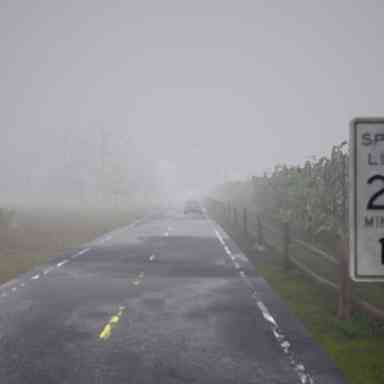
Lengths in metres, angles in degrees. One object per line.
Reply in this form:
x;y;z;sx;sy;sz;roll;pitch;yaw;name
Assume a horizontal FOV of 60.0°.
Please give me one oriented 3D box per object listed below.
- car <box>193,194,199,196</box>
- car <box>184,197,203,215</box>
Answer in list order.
0.929;1.341;76.947;2.097;1.767;4.553;0;0;1;car
0.113;1.573;34.768;2.033;1.411;5.357;0;0;0;car
